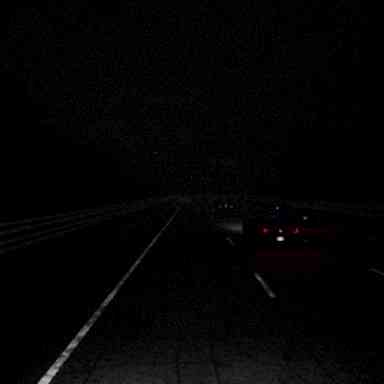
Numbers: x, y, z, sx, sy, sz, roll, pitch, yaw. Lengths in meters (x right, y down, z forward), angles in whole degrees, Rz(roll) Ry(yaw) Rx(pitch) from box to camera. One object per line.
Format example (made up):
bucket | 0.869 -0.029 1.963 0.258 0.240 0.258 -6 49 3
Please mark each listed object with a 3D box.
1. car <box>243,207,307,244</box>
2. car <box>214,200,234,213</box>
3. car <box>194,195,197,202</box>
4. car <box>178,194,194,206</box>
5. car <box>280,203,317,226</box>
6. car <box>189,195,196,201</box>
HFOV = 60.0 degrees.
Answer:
car | 3.600 1.608 15.749 1.895 1.301 4.718 0 0 0
car | 3.605 1.572 37.957 2.033 1.411 5.357 0 0 0
car | 0.008 1.498 73.898 1.837 1.490 4.892 0 0 0
car | -1.219 1.279 55.928 2.150 2.045 5.566 0 0 0
car | 7.103 1.489 23.326 1.882 1.535 5.008 0 0 0
car | 0.009 1.617 89.398 1.837 1.490 4.892 0 0 0
